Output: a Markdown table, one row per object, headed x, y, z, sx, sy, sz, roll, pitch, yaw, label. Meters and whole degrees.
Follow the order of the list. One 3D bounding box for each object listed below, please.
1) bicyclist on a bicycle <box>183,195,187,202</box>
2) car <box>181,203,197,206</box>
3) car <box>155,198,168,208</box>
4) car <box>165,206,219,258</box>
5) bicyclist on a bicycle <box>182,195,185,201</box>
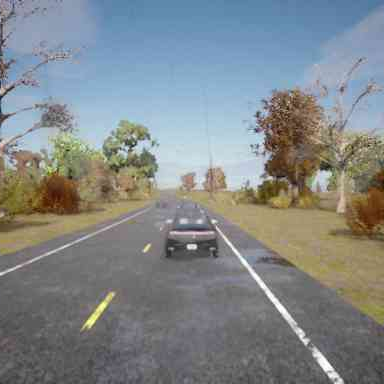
| x | y | z | sx | sy | sz | roll | pitch | yaw | label |
| --- | --- | --- | --- | --- | --- | --- | --- | --- | --- |
| -1.744 | 1.676 | 85.283 | 0.866 | 1.612 | 1.509 | 0 | 0 | -4 | bicyclist on a bicycle |
| -0.255 | 1.644 | 28.587 | 1.994 | 1.385 | 4.181 | 0 | 0 | -1 | car |
| -4.554 | 1.646 | 50.455 | 1.837 | 1.490 | 4.892 | 0 | 0 | -2 | car |
| -0.009 | 1.529 | 12.977 | 2.128 | 1.511 | 4.902 | 0 | 0 | 0 | car |
| -2.338 | 1.698 | 94.282 | 0.866 | 1.612 | 1.509 | 0 | 0 | -4 | bicyclist on a bicycle |
